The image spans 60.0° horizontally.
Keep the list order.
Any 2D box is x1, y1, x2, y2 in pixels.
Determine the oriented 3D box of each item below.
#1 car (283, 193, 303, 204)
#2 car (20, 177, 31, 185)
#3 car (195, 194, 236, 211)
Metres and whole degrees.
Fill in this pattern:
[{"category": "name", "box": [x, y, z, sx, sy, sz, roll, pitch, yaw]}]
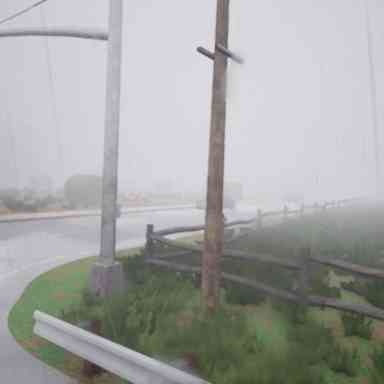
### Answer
[{"category": "car", "box": [14.605, 0.848, 47.800, 2.128, 1.511, 4.902, 3, 2, 33]}, {"category": "car", "box": [-39.519, -2.644, 79.382, 1.905, 1.878, 3.866, 8, 2, -13]}, {"category": "car", "box": [2.153, 0.883, 28.881, 2.128, 1.511, 4.902, 3, 2, 33]}]
